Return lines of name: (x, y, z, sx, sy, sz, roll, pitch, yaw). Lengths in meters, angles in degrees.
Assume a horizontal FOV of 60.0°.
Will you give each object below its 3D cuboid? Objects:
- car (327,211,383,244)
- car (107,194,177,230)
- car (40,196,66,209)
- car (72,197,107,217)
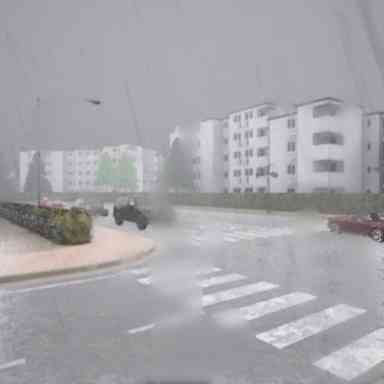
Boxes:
car: (8.477, 1.546, 15.676, 1.895, 1.301, 4.718, 0, 0, -12)
car: (-3.198, 1.188, 21.386, 2.150, 2.045, 5.566, 0, 0, -36)
car: (-16.801, 1.320, 40.219, 2.097, 1.767, 4.553, 0, 0, -36)
car: (-9.103, 1.319, 29.592, 2.097, 1.767, 4.553, 0, 0, -36)
